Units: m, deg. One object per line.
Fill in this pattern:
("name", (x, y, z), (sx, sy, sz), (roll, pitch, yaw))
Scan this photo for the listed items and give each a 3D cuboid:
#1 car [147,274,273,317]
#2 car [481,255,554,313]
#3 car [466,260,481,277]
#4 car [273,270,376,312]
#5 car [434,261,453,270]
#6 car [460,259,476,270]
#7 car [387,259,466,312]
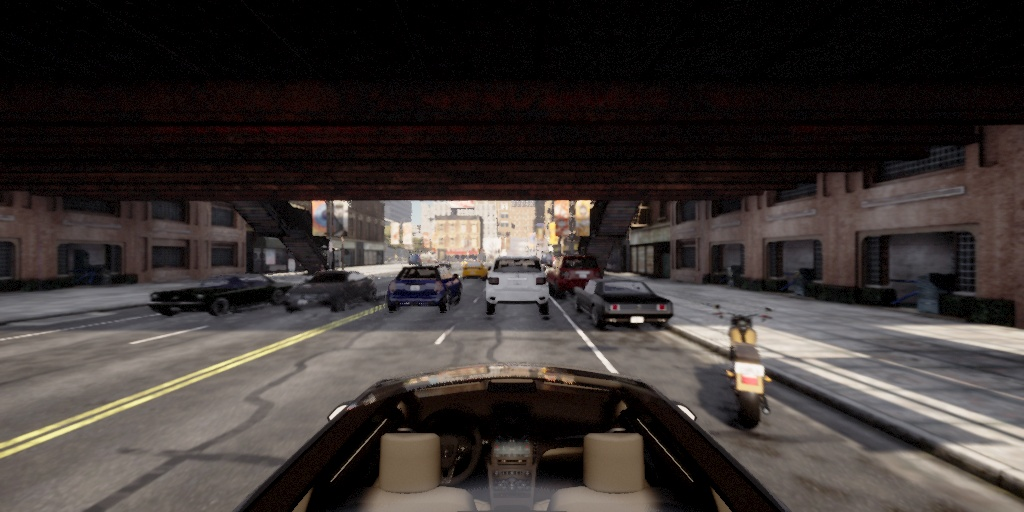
("car", (-10.518, 1.364, 13.427), (1.895, 1.301, 4.718), (0, 0, 0))
("car", (0.194, 0.987, 14.271), (2.150, 2.045, 5.566), (0, 0, 0))
("car", (-3.290, 1.265, 32.489), (1.882, 1.535, 5.008), (0, 0, 0))
("car", (-7.012, 1.290, 14.358), (1.812, 1.442, 4.674), (0, 0, 0))
("car", (-10.476, 1.414, 55.058), (1.895, 1.301, 4.718), (0, 0, 0))
("car", (-6.967, 1.294, 56.910), (1.882, 1.535, 5.008), (0, 0, 0))
("car", (-3.308, 1.117, 14.430), (2.097, 1.767, 4.553), (0, 0, 0))
